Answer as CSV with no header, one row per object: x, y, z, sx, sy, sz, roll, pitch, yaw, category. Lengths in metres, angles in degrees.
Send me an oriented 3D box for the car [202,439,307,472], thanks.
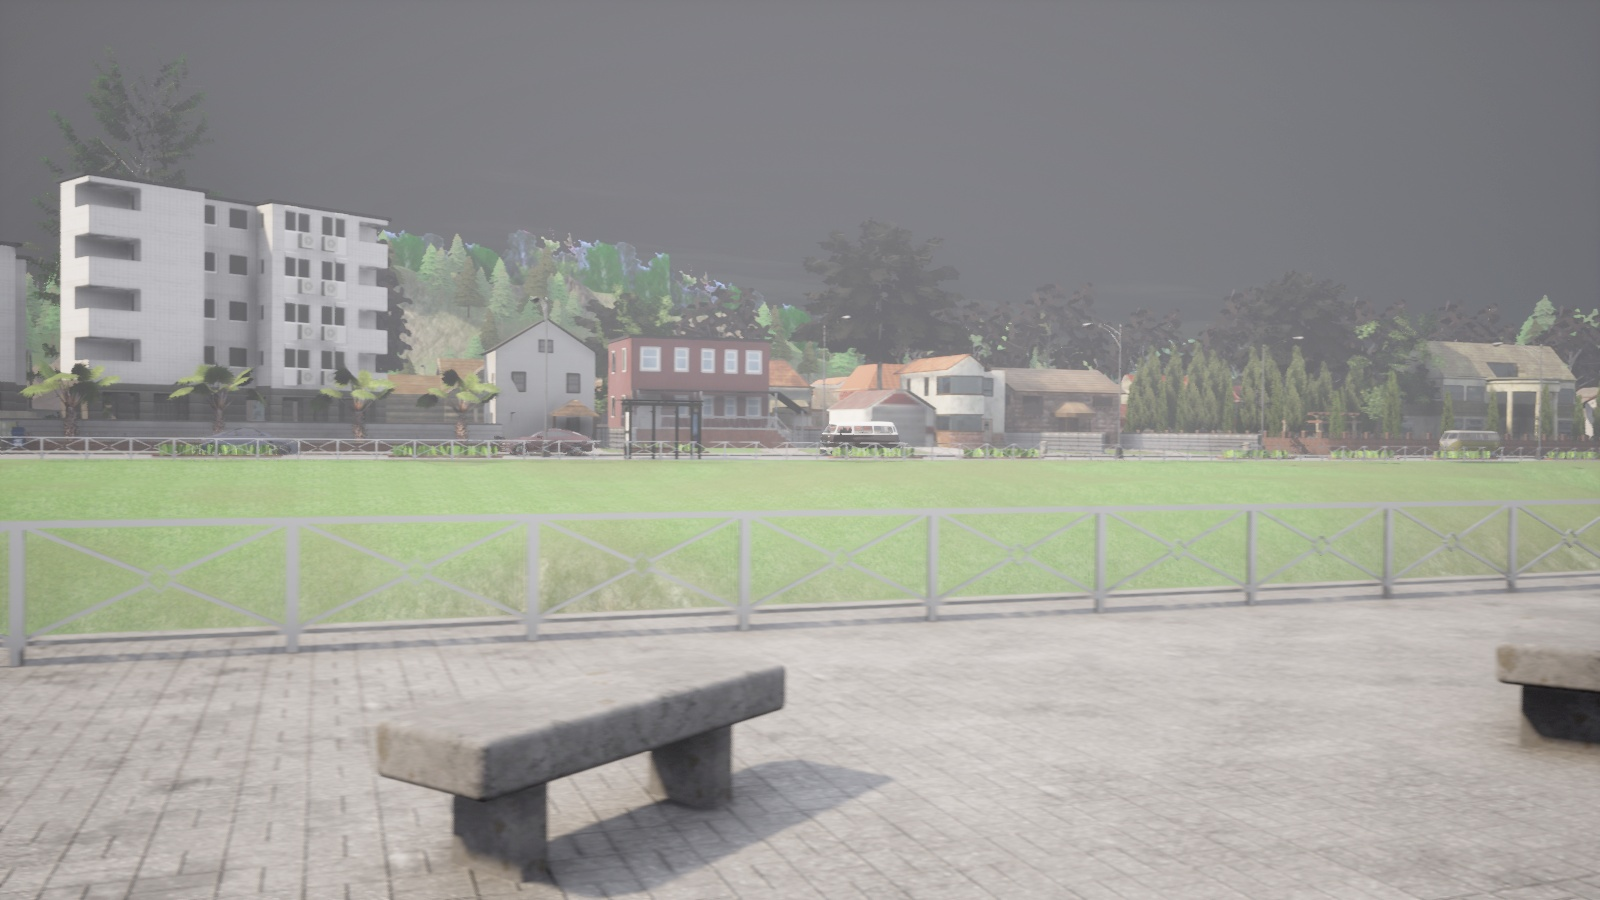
-24.368,0.210,56.252,4.181,1.385,1.994,-1,1,-21,car

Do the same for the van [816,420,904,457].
3.374,-0.674,71.058,4.480,2.038,2.069,-1,1,-21,van

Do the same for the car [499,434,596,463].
-13.043,-0.091,64.830,4.674,1.442,1.812,-1,1,-21,car

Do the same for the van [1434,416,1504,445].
46.585,-1.382,87.462,4.442,1.987,1.775,-1,1,-21,van
